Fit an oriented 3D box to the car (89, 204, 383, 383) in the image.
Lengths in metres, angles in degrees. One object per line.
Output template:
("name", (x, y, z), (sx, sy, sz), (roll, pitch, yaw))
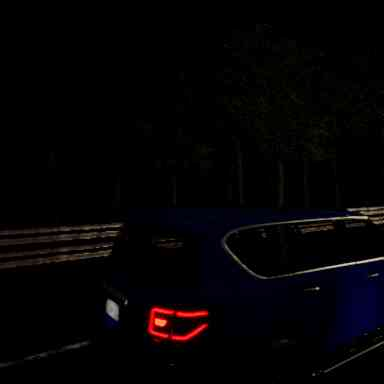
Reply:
("car", (1.436, 1.192, 4.709), (5.566, 2.045, 2.150), (-1, 0, -35))
